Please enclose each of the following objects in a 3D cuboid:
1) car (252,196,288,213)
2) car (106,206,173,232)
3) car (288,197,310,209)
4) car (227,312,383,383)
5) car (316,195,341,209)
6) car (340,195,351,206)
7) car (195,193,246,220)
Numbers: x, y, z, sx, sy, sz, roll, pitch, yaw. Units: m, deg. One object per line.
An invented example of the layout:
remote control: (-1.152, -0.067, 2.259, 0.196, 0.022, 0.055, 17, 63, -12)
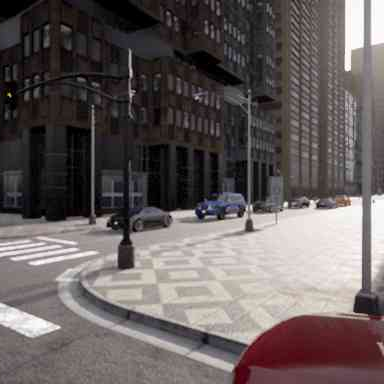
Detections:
car: (8.130, 1.250, 35.445, 2.097, 1.767, 4.553, 0, 0, 35)
car: (-2.994, 1.505, 19.726, 1.994, 1.385, 4.181, 0, 0, 35)
car: (14.114, 1.366, 43.851, 2.128, 1.511, 4.902, 0, 0, 35)
car: (2.431, 1.317, 1.227, 5.009, 1.841, 2.192, 0, 0, 36)
car: (17.654, 1.445, 43.462, 1.994, 1.385, 4.181, 0, 0, 36)
car: (22.835, 1.211, 50.887, 2.097, 1.767, 4.553, 0, 0, 35)
car: (2.493, 1.141, 27.490, 2.150, 2.045, 5.566, 0, 0, 35)
